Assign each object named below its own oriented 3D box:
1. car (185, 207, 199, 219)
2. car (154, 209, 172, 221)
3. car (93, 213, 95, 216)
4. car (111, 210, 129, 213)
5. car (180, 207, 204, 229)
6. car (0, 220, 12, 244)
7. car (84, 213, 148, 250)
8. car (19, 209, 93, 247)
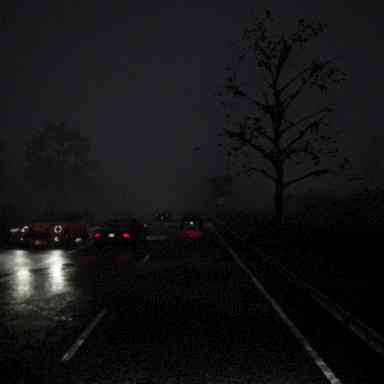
[{"bbox_3d":[0.019,2.772,44.682,1.882,1.535,5.008,0,-2,0],"label":"car"},{"bbox_3d":[-3.451,2.765,40.465,1.895,1.301,4.718,0,-2,0],"label":"car"},{"bbox_3d":[-10.553,2.349,30.949,1.882,1.535,5.008,0,-2,0],"label":"car"},{"bbox_3d":[-7.039,2.456,32.159,2.033,1.411,5.357,0,-2,0],"label":"car"},{"bbox_3d":[-0.008,2.306,28.773,1.837,1.490,4.892,0,-2,0],"label":"car"},{"bbox_3d":[-10.598,1.936,16.077,1.812,1.442,4.674,0,-2,0],"label":"car"},{"bbox_3d":[-3.417,1.973,16.614,2.033,1.411,5.357,0,-2,0],"label":"car"},{"bbox_3d":[-7.094,1.807,17.556,2.097,1.767,4.553,0,-2,0],"label":"car"}]
